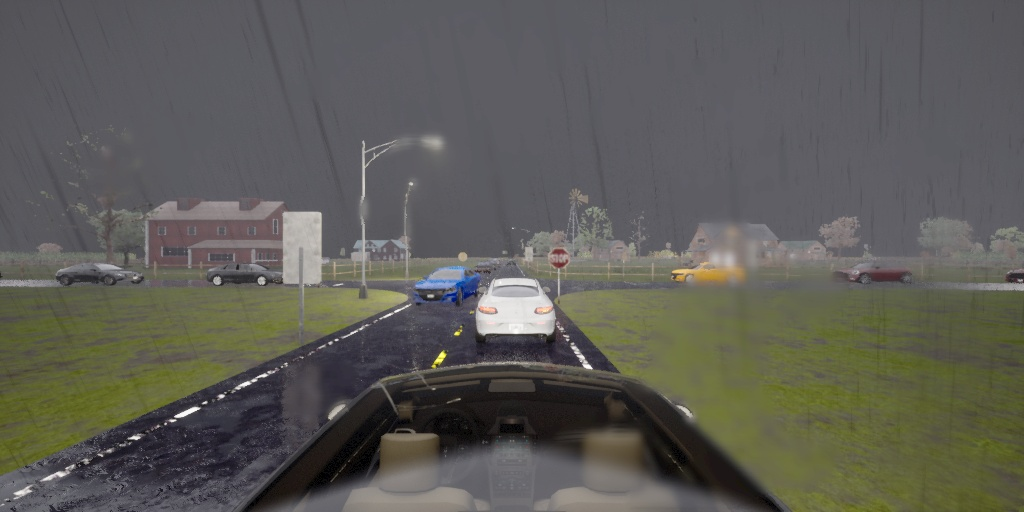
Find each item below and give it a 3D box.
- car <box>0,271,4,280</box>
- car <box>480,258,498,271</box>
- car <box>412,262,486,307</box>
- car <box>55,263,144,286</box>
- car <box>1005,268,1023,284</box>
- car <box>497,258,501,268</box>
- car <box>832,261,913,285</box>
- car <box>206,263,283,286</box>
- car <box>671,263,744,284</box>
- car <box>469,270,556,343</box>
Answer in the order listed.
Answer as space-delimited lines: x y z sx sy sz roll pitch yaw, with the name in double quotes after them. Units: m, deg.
-37.521 1.246 24.038 4.718 1.301 1.895 0 0 0 "car"
-3.015 1.288 39.635 2.033 1.411 5.357 0 0 1 "car"
-2.717 1.226 15.845 1.882 1.535 5.008 -1 0 8 "car"
-27.534 1.196 23.992 4.674 1.442 1.812 0 0 0 "car"
39.992 1.260 26.648 4.553 1.767 2.097 1 0 1 "car"
-3.012 1.283 49.718 2.033 1.411 5.357 0 0 0 "car"
26.742 1.195 26.724 4.553 1.767 2.097 0 0 0 "car"
-17.548 1.203 23.950 4.892 1.490 1.837 0 0 0 "car"
14.515 1.273 26.775 5.008 1.535 1.882 0 0 0 "car"
0.073 1.275 9.582 1.812 1.442 4.674 0 0 0 "car"
